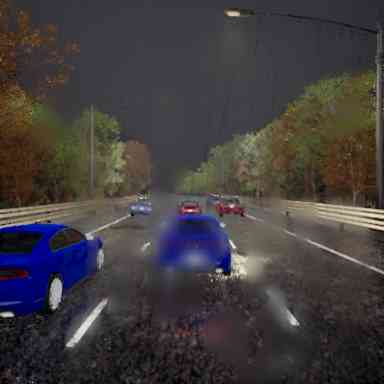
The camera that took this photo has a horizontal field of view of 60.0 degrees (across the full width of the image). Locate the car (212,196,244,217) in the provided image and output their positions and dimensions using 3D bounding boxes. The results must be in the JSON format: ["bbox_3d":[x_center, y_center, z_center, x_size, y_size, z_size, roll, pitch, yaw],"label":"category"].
[{"bbox_3d":[3.271,1.213,29.686,2.097,1.767,4.553,0,0,-1],"label":"car"}]

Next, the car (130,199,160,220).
[{"bbox_3d":[-3.612,1.320,26.116,2.033,1.411,5.357,7,-1,-1],"label":"car"}]

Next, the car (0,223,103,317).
[{"bbox_3d":[-3.430,1.440,7.487,1.882,1.535,5.008,0,0,0],"label":"car"}]

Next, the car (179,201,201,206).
[{"bbox_3d":[-0.181,1.431,28.294,1.994,1.385,4.181,0,0,-1],"label":"car"}]

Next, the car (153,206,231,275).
[{"bbox_3d":[0.053,1.427,10.298,1.882,1.535,5.008,0,0,0],"label":"car"}]

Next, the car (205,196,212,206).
[{"bbox_3d":[2.868,1.338,45.687,1.812,1.442,4.674,0,0,-2],"label":"car"}]
